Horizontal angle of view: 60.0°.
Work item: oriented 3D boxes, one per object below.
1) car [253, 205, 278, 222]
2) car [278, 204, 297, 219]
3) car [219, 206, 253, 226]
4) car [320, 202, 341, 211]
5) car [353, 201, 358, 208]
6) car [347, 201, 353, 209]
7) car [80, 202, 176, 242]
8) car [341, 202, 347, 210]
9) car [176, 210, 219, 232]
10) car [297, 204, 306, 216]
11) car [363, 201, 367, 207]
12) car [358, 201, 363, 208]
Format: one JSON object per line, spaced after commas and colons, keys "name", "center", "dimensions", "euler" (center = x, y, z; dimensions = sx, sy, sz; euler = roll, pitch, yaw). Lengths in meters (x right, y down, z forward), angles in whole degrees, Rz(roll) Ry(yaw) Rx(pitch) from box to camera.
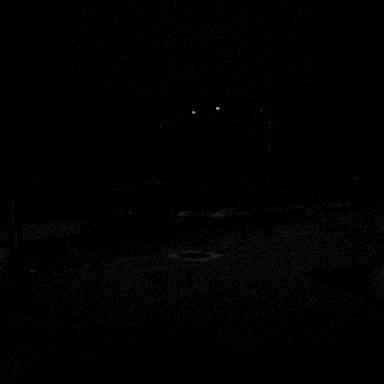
{"name": "car", "center": [6.005, 1.962, 30.797], "dimensions": [1.947, 1.339, 4.313], "euler": [-1, -1, 35]}
{"name": "car", "center": [9.132, 2.038, 35.201], "dimensions": [1.947, 1.339, 4.313], "euler": [-1, -1, 35]}
{"name": "car", "center": [2.778, 1.842, 26.254], "dimensions": [1.752, 1.417, 4.829], "euler": [-1, -1, 35]}
{"name": "car", "center": [21.643, 2.327, 52.822], "dimensions": [2.008, 1.369, 4.403], "euler": [-1, -1, 35]}
{"name": "car", "center": [31.027, 2.585, 66.037], "dimensions": [1.802, 1.307, 4.206], "euler": [-1, -1, 35]}
{"name": "car", "center": [27.899, 2.493, 61.632], "dimensions": [1.947, 1.339, 4.313], "euler": [-1, -1, 35]}
{"name": "car", "center": [-3.378, 1.481, 17.586], "dimensions": [2.192, 1.841, 5.009], "euler": [-1, -1, 35]}
{"name": "car", "center": [24.673, 2.375, 57.089], "dimensions": [1.752, 1.417, 4.829], "euler": [-1, -1, 35]}
{"name": "car", "center": [-0.251, 1.824, 21.986], "dimensions": [1.802, 1.307, 4.206], "euler": [-1, -1, 35]}
{"name": "car", "center": [12.260, 2.100, 39.607], "dimensions": [2.008, 1.369, 4.403], "euler": [-1, -1, 35]}
{"name": "car", "center": [40.409, 2.797, 79.251], "dimensions": [1.947, 1.339, 4.313], "euler": [-1, -1, 35]}
{"name": "car", "center": [34.154, 2.644, 70.442], "dimensions": [1.947, 1.339, 4.313], "euler": [-1, -1, 35]}
